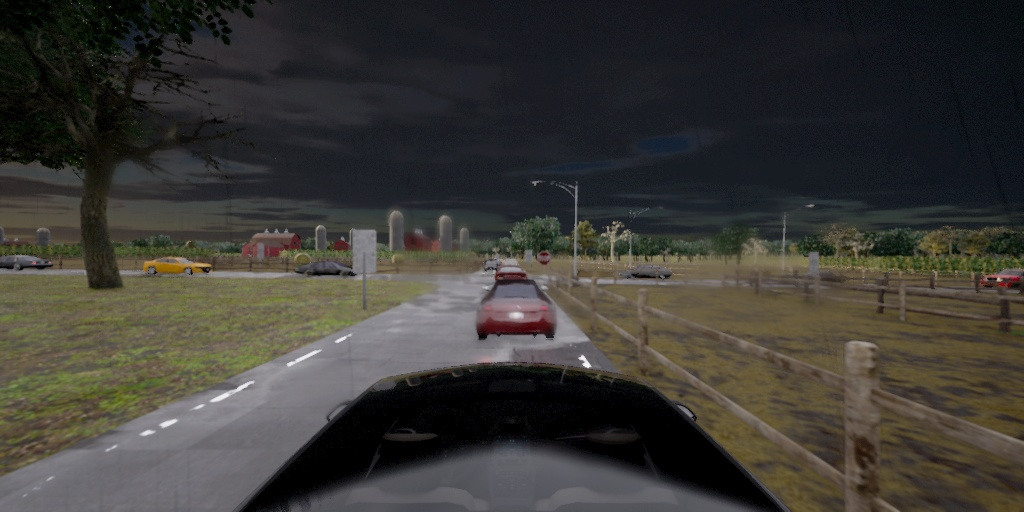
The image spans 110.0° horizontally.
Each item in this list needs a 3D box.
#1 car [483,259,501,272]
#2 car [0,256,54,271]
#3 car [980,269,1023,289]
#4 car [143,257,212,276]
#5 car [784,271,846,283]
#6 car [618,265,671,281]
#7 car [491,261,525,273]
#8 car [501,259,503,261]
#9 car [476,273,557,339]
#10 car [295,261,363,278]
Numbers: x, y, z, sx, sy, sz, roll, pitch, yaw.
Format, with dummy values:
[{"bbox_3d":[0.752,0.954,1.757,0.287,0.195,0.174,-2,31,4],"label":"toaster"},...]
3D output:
[{"bbox_3d":[-2.790,1.384,48.857,1.837,1.490,4.892,0,0,-1],"label":"car"},{"bbox_3d":[-47.391,0.657,34.268,5.357,1.411,2.033,1,1,0],"label":"car"},{"bbox_3d":[49.124,2.275,34.746,5.566,2.045,2.150,2,1,0],"label":"car"},{"bbox_3d":[-29.228,0.873,31.464,5.008,1.535,1.882,2,1,-1],"label":"car"},{"bbox_3d":[29.202,2.075,34.735,4.718,1.301,1.895,1,1,0],"label":"car"},{"bbox_3d":[12.792,1.598,34.644,4.902,1.511,2.128,1,1,0],"label":"car"},{"bbox_3d":[-0.162,1.292,22.340,1.882,1.535,5.008,0,0,-4],"label":"car"},{"bbox_3d":[-2.786,1.400,65.329,2.128,1.511,4.902,0,0,0],"label":"car"},{"bbox_3d":[0.100,1.342,10.205,1.994,1.385,4.181,0,0,0],"label":"car"},{"bbox_3d":[-16.015,1.155,31.535,5.357,1.411,2.033,1,1,0],"label":"car"}]
